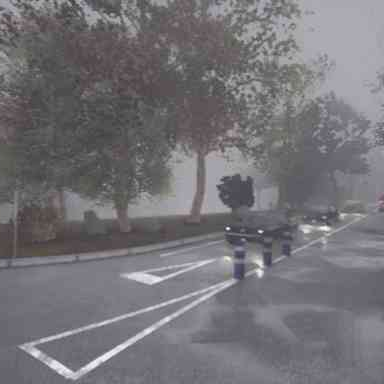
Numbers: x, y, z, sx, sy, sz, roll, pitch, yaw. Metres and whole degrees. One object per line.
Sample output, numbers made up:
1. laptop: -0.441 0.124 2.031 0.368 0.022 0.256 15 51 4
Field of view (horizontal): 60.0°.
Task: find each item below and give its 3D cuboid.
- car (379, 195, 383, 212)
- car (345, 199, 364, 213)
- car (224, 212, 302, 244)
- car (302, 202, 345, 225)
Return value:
1. car: 23.745 1.377 39.810 2.150 2.045 5.566 1 0 33
2. car: 18.499 1.562 38.324 1.882 1.535 5.008 1 0 34
3. car: 3.304 1.643 15.300 1.895 1.301 4.718 1 0 34
4. car: 9.886 1.630 25.268 2.033 1.411 5.357 1 1 33
